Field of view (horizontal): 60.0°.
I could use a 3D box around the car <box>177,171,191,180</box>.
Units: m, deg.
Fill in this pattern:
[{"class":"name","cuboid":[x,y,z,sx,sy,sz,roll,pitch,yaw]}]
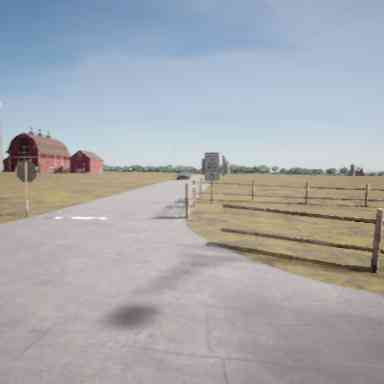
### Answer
[{"class":"car","cuboid":[-1.275,-2.635,53.716,1.994,1.385,4.181,0,4,5]}]
